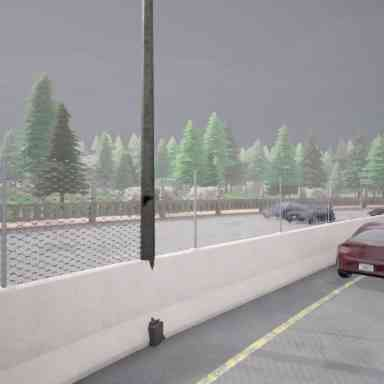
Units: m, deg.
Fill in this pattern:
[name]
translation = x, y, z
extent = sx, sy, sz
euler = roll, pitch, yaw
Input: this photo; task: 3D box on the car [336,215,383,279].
[car]
translation = 5.507, 1.526, 9.112
extent = 1.812, 1.442, 4.674
euler = 0, 0, 44
